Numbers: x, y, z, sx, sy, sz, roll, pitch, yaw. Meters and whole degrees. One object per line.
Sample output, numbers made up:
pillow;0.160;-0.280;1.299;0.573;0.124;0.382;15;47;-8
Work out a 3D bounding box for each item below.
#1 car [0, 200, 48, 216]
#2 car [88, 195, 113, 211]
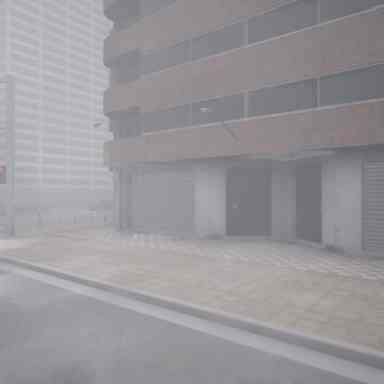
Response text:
car;-16.751;1.527;32.708;1.837;1.490;4.892;0;0;37
car;-10.498;1.528;40.958;1.837;1.490;4.892;0;0;37
